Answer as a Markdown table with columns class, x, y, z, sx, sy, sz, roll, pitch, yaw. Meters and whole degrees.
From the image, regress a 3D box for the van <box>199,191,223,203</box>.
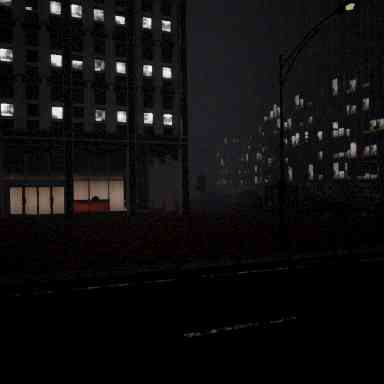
| class | x | y | z | sx | sy | sz | roll | pitch | yaw |
| --- | --- | --- | --- | --- | --- | --- | --- | --- | --- |
| van | 3.160 | 0.952 | 56.067 | 1.690 | 1.788 | 3.998 | 0 | 1 | -20 |

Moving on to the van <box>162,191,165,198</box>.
| class | x | y | z | sx | sy | sz | roll | pitch | yaw |
| --- | --- | --- | --- | --- | --- | --- | --- | --- | --- |
| van | -6.572 | 0.688 | 82.767 | 1.690 | 1.788 | 3.998 | 0 | 1 | -20 |

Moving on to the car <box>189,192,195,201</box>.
| class | x | y | z | sx | sy | sz | roll | pitch | yaw |
| --- | --- | --- | --- | --- | --- | --- | --- | --- | --- |
| car | -0.733 | 1.056 | 66.749 | 2.008 | 1.369 | 4.403 | 0 | 1 | -20 |

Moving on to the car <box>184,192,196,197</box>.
| class | x | y | z | sx | sy | sz | roll | pitch | yaw |
| --- | --- | --- | --- | --- | --- | --- | --- | --- | --- |
| car | -0.644 | 0.711 | 90.977 | 2.008 | 1.369 | 4.403 | 0 | 1 | -20 |

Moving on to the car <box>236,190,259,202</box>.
| class | x | y | z | sx | sy | sz | roll | pitch | yaw |
| --- | --- | --- | --- | --- | --- | --- | --- | --- | --- |
| car | 9.472 | 0.765 | 55.623 | 2.150 | 2.045 | 5.566 | -1 | 1 | -20 |

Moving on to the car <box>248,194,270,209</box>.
| class | x | y | z | sx | sy | sz | roll | pitch | yaw |
| --- | --- | --- | --- | --- | --- | --- | --- | --- | --- |
| car | 8.948 | 1.332 | 40.033 | 1.947 | 1.339 | 4.313 | 0 | 1 | -20 |

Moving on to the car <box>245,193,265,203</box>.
| class | x | y | z | sx | sy | sz | roll | pitch | yaw |
| --- | --- | --- | --- | --- | --- | --- | --- | --- | --- |
| car | 9.795 | 1.228 | 45.430 | 2.033 | 1.411 | 5.357 | -1 | 1 | -20 |

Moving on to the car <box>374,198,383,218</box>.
| class | x | y | z | sx | sy | sz | roll | pitch | yaw |
| --- | --- | --- | --- | --- | --- | --- | --- | --- | --- |
| car | 16.851 | 1.216 | 26.095 | 2.097 | 1.767 | 4.553 | -1 | 1 | -21 |

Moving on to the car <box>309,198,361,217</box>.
| class | x | y | z | sx | sy | sz | roll | pitch | yaw |
| --- | --- | --- | --- | --- | --- | --- | --- | --- | --- |
| car | 12.769 | 1.434 | 29.325 | 1.947 | 1.339 | 4.313 | 0 | 1 | -20 |

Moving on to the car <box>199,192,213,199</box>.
| class | x | y | z | sx | sy | sz | roll | pitch | yaw |
| --- | --- | --- | --- | --- | --- | --- | --- | --- | --- |
| car | 3.248 | 0.706 | 80.296 | 1.967 | 1.590 | 4.097 | 0 | 1 | -20 |

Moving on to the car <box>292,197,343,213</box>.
| class | x | y | z | sx | sy | sz | roll | pitch | yaw |
| --- | --- | --- | --- | --- | --- | --- | --- | --- | --- |
| car | 13.322 | 1.321 | 35.739 | 2.033 | 1.411 | 5.357 | -1 | 1 | -20 |

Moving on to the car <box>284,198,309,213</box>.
| class | x | y | z | sx | sy | sz | roll | pitch | yaw |
| --- | --- | --- | --- | --- | --- | --- | --- | --- | --- |
| car | 10.839 | 1.399 | 34.674 | 1.802 | 1.307 | 4.206 | 0 | 1 | -20 |

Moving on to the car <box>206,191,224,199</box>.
| class | x | y | z | sx | sy | sz | roll | pitch | yaw |
| --- | --- | --- | --- | --- | --- | --- | --- | --- | --- |
| car | 5.194 | 0.634 | 74.955 | 2.192 | 1.841 | 5.009 | 0 | 1 | -20 |

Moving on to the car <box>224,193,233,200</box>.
| class | x | y | z | sx | sy | sz | roll | pitch | yaw |
| --- | --- | --- | --- | --- | --- | --- | --- | --- | --- |
| car | 7.141 | 0.954 | 69.618 | 1.802 | 1.307 | 4.206 | 0 | 1 | -20 |
